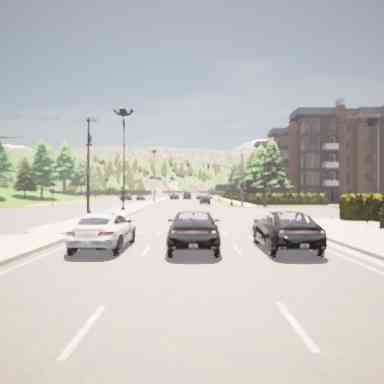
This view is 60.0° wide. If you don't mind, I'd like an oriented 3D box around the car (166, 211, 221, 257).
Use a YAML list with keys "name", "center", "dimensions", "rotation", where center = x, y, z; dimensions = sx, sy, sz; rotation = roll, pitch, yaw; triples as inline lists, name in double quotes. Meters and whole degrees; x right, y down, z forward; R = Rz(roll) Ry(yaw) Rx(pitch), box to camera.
- name: "car"
  center: [0.064, 1.481, 12.876]
  dimensions: [2.128, 1.511, 4.902]
  rotation: [0, 0, 0]

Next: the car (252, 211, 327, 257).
- name: "car"
  center: [3.564, 1.481, 12.883]
  dimensions: [2.128, 1.511, 4.902]
  rotation: [0, 0, 0]

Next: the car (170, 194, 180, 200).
- name: "car"
  center: [-4.777, 1.284, 90.094]
  dimensions: [2.097, 1.767, 4.553]
  rotation: [0, 0, 0]

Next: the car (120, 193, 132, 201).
- name: "car"
  center: [-16.282, 1.161, 81.939]
  dimensions: [2.150, 2.045, 5.566]
  rotation: [0, 0, 0]

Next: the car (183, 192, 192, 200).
- name: "car"
  center: [-1.278, 1.148, 89.406]
  dimensions: [2.150, 2.045, 5.566]
  rotation: [0, 0, 0]

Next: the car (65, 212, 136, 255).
- name: "car"
  center: [-3.435, 1.516, 13.090]
  dimensions: [1.812, 1.442, 4.674]
  rotation: [0, 0, 0]

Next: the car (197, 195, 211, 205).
- name: "car"
  center: [2.295, 1.458, 59.130]
  dimensions: [1.837, 1.490, 4.892]
  rotation: [0, 0, -1]

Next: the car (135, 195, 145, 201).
- name: "car"
  center: [-12.782, 1.488, 81.967]
  dimensions: [1.994, 1.385, 4.181]
  rotation: [0, 0, 0]
